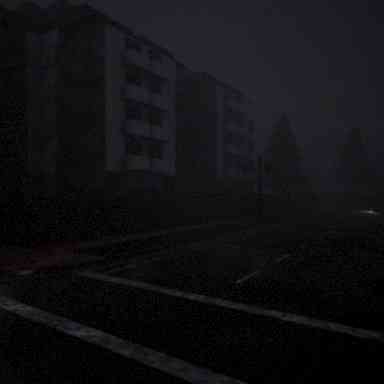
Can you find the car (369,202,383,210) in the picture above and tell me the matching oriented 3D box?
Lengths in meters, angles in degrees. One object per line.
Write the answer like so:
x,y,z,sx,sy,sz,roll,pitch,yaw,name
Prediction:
22.714,1.519,37.085,5.357,1.411,2.033,2,3,-3,car
